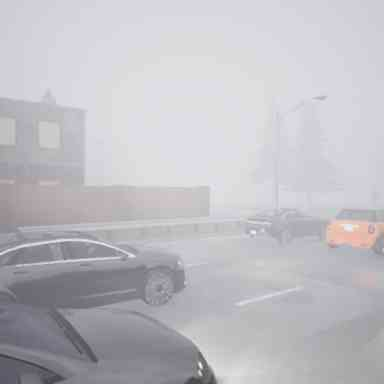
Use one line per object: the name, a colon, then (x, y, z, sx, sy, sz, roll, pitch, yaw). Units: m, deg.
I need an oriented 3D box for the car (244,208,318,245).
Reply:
car: (4.609, 1.509, 15.659, 4.902, 1.511, 2.128, 0, 0, -35)

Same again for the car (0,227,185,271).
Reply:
car: (-2.362, 1.494, 6.362, 4.902, 1.511, 2.128, 0, 0, -36)

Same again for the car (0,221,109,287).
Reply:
car: (-4.839, 1.603, 8.892, 4.718, 1.301, 1.895, 0, 0, -36)

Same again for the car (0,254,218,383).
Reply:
car: (-1.793, 1.564, 2.464, 4.181, 1.385, 1.994, 0, 0, -36)

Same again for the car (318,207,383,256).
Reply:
car: (7.471, 1.370, 13.400, 4.553, 1.767, 2.097, 0, 0, -35)
